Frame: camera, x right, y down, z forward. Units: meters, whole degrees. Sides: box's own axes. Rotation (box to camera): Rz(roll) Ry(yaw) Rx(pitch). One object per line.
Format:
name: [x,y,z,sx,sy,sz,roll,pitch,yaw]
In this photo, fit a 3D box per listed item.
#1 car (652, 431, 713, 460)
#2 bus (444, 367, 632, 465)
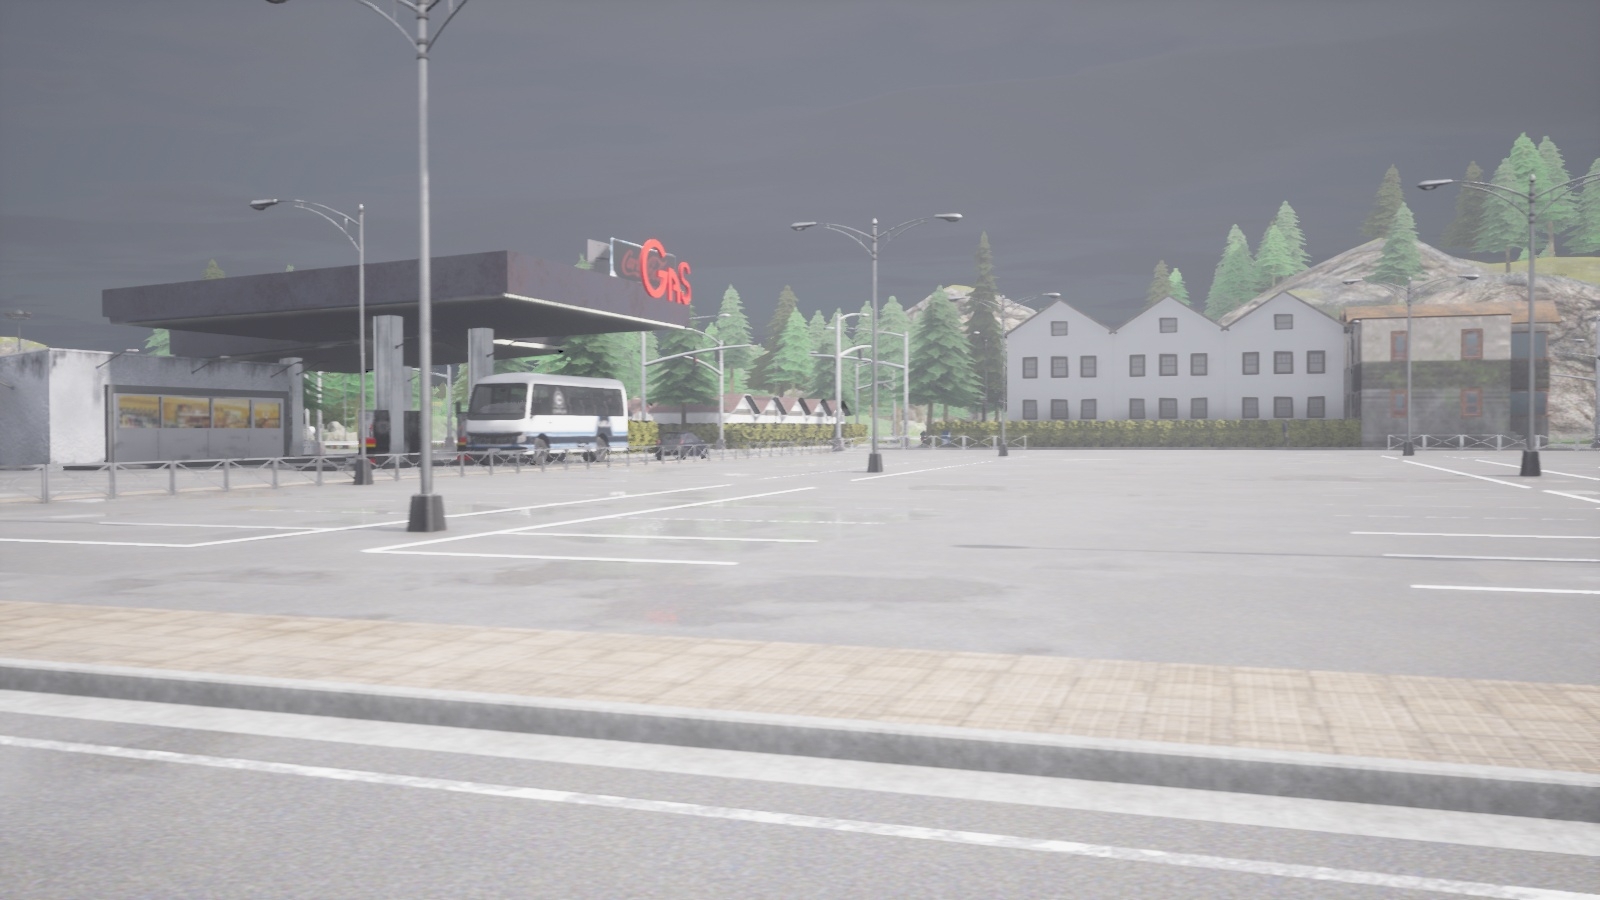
car: [-6.146,-0.242,66.020,1.845,1.501,3.633,1,1,20]
bus: [-12.121,-1.550,59.593,3.944,4.253,10.273,1,1,19]
